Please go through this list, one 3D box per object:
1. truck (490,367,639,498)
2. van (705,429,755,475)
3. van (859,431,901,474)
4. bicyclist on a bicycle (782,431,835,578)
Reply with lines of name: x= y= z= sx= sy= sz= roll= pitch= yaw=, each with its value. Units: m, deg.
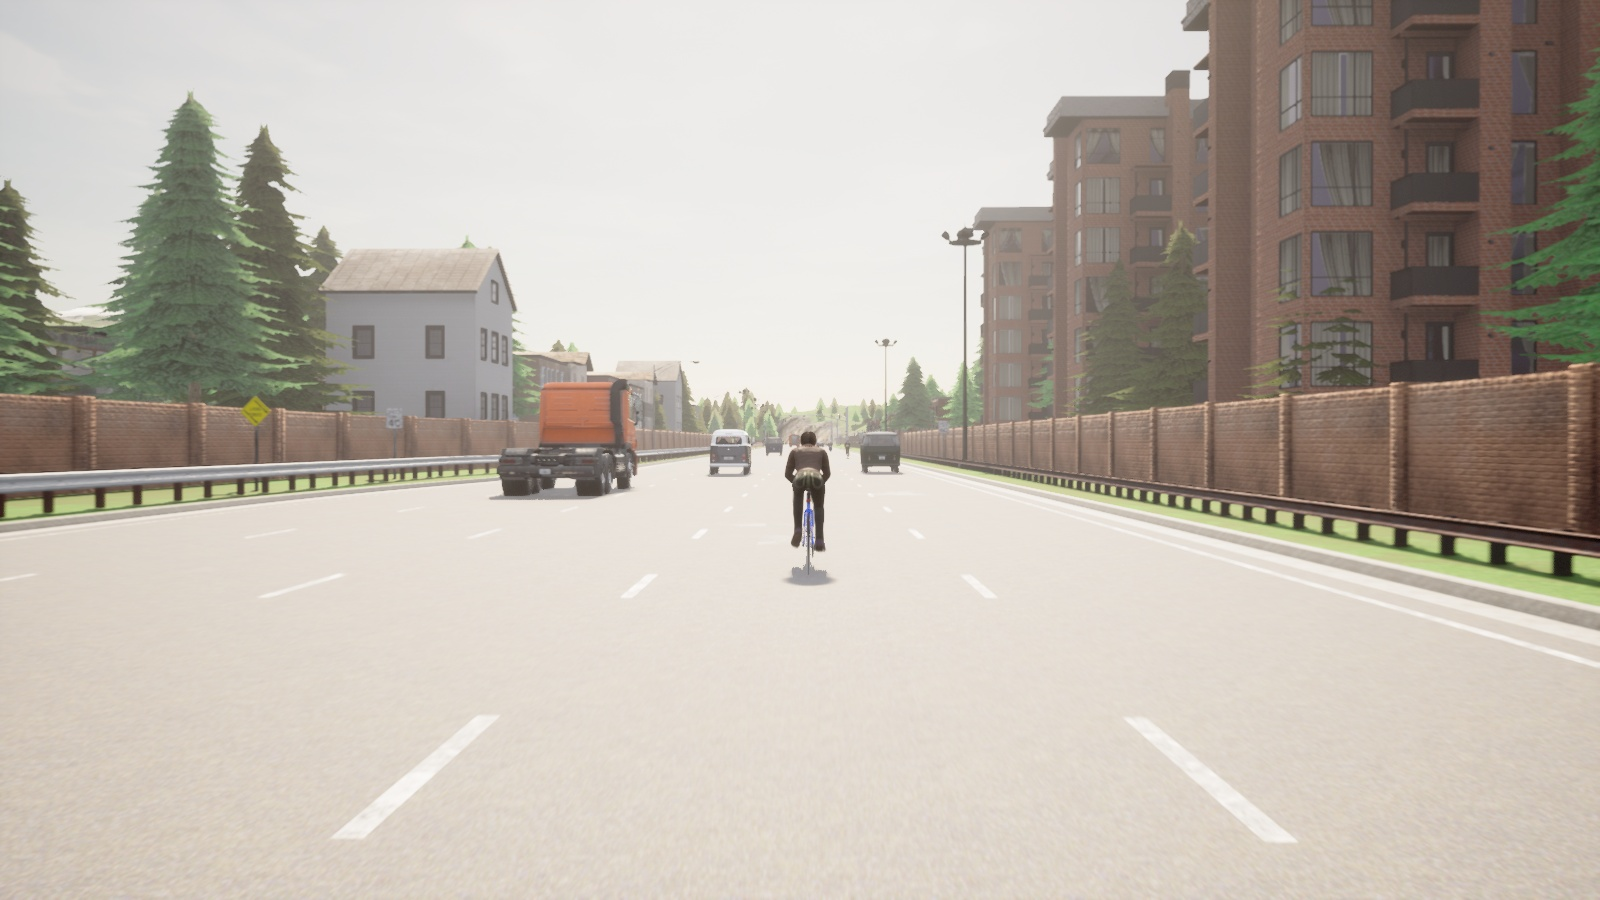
truck: x=-6.773 y=-0.491 z=37.305 sx=2.891 sy=3.462 sz=7.936 roll=0 pitch=0 yaw=0
van: x=-3.160 y=0.081 z=57.710 sx=2.069 sy=2.038 sz=4.480 roll=0 pitch=0 yaw=0
van: x=3.861 y=0.093 z=61.061 sx=1.775 sy=1.987 sz=4.442 roll=0 pitch=0 yaw=0
bicyclist on a bicycle: x=0.098 y=0.601 z=14.694 sx=0.582 sy=1.620 sz=1.656 roll=0 pitch=0 yaw=0
